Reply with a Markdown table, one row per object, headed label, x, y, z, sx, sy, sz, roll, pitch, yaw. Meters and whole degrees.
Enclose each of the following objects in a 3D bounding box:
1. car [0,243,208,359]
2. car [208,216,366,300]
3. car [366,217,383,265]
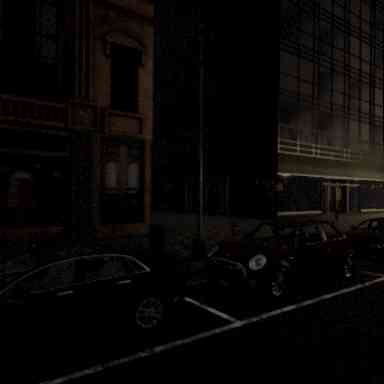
| label | x | y | z | sx | sy | sz | roll | pitch | yaw |
| --- | --- | --- | --- | --- | --- | --- | --- | --- | --- |
| car | -2.155 | 1.552 | 5.217 | 4.403 | 1.369 | 2.008 | 0 | 1 | -35 |
| car | 2.290 | 1.447 | 8.387 | 4.097 | 1.590 | 1.967 | 0 | 1 | -35 |
| car | 6.733 | 1.561 | 11.559 | 4.507 | 1.381 | 1.887 | 0 | 1 | -35 |
